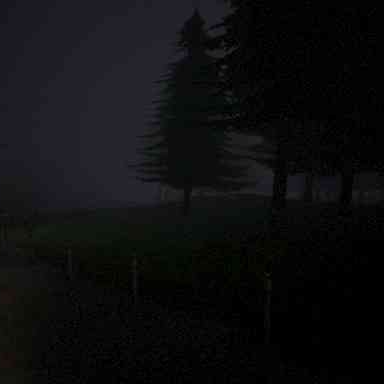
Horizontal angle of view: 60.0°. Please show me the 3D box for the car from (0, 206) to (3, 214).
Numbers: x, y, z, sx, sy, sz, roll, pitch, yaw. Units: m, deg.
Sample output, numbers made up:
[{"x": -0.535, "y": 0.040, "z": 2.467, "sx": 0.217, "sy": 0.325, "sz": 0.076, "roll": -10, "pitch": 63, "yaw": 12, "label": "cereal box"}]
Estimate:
[{"x": -21.356, "y": 1.555, "z": 34.380, "sx": 2.097, "sy": 1.767, "sz": 4.553, "roll": 4, "pitch": -2, "yaw": -11, "label": "car"}]
